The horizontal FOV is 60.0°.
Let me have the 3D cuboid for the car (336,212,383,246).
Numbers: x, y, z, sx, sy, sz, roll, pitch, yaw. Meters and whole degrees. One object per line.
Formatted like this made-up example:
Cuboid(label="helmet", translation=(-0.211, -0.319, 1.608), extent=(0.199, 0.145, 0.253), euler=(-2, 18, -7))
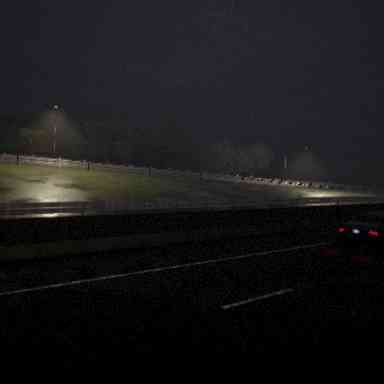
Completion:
Cuboid(label="car", translation=(8.268, 1.544, 14.064), extent=(5.357, 1.411, 2.033), euler=(0, 0, -35))
